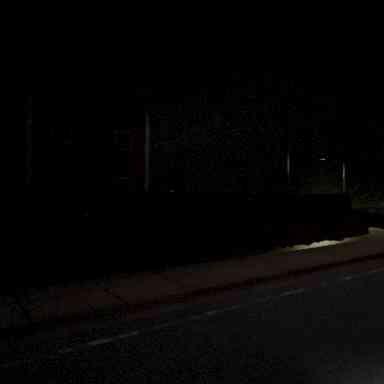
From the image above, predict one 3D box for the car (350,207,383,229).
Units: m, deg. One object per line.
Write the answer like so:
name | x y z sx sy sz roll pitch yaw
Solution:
car | 11.900 1.738 21.501 2.128 1.511 4.902 1 0 -35
